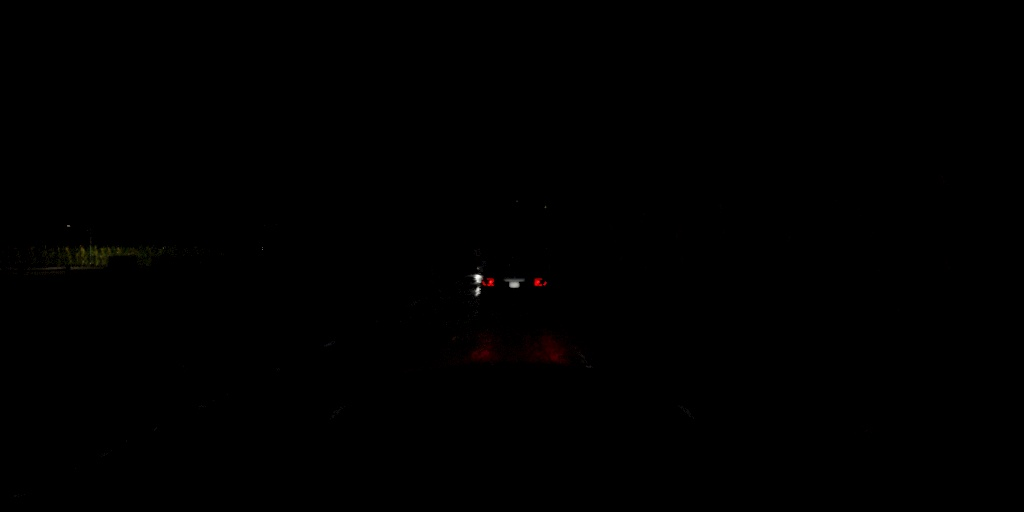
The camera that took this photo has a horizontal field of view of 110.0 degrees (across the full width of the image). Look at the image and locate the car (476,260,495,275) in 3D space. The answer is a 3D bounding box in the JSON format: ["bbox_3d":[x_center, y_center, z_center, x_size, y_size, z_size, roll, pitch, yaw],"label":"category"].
[{"bbox_3d":[-2.835,1.245,39.394,1.812,1.442,4.674,0,0,0],"label":"car"}]

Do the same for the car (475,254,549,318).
[{"bbox_3d":[0.082,0.961,13.207,2.150,2.045,5.566,0,-1,0],"label":"car"}]
